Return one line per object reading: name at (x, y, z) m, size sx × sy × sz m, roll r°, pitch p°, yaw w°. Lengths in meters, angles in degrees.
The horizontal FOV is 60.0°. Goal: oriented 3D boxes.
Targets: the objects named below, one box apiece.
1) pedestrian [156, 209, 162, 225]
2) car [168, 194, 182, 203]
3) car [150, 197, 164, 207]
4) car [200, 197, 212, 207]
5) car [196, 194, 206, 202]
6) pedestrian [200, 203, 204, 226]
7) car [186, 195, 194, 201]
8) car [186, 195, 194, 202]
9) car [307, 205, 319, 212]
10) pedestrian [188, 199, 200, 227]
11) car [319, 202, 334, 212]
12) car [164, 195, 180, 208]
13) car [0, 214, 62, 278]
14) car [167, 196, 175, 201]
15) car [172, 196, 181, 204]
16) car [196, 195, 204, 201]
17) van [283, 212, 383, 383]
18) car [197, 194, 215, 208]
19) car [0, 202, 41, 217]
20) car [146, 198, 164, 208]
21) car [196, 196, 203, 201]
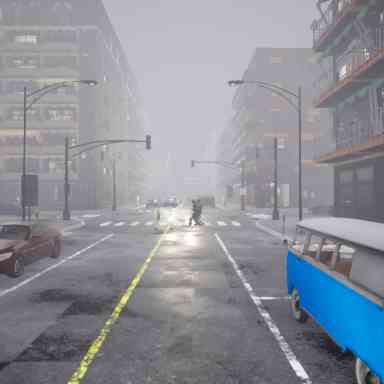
pedestrian at (-2.266, 1.686, 22.497) m, size 0.500 × 1.100 × 0.500 m, roll 1°, pitch -1°, yaw 0°
car at (-3.168, 1.577, 58.354) m, size 1.812 × 1.442 × 4.674 m, roll 0°, pitch 0°, yaw 0°
car at (-5.614, 1.610, 53.778) m, size 1.947 × 1.339 × 4.313 m, roll 1°, pitch 0°, yaw 0°
car at (2.265, 1.570, 54.039) m, size 1.752 × 1.417 × 4.829 m, roll 1°, pitch 0°, yaw 0°
car at (2.103, 1.444, 81.668) m, size 2.192 × 1.841 × 5.009 m, roll 1°, pitch 0°, yaw 0°
pedestrian at (0.485, 1.309, 21.921) m, size 0.375 × 1.860 × 0.375 m, roll 1°, pitch -1°, yaw 0°
car at (-0.516, 1.538, 88.303) m, size 2.033 × 1.411 × 5.357 m, roll 0°, pitch 0°, yaw 0°
car at (-0.457, 1.658, 78.294) m, size 1.994 × 1.385 × 4.181 m, roll 0°, pitch 0°, yaw 0°
car at (14.160, 1.617, 33.510) m, size 4.718 × 1.301 × 1.895 m, roll 0°, pitch -1°, yaw -3°
pedestrian at (0.119, 1.309, 21.206) m, size 0.375 × 1.860 × 0.375 m, roll 1°, pitch -1°, yaw 0°
car at (13.581, 1.452, 28.094) m, size 4.403 × 1.369 × 2.008 m, roll 0°, pitch -1°, yaw 0°
car at (-3.126, 1.602, 48.464) m, size 1.994 × 1.385 × 4.181 m, roll 0°, pitch 0°, yaw -1°
car at (-5.358, 1.588, 10.138) m, size 1.802 × 1.307 × 4.206 m, roll 1°, pitch 0°, yaw 0°
car at (-5.844, 1.718, 92.541) m, size 1.752 × 1.417 × 4.829 m, roll 1°, pitch 0°, yaw 0°
car at (-3.159, 1.602, 68.696) m, size 1.812 × 1.442 × 4.674 m, roll 0°, pitch 0°, yaw 0°
car at (2.068, 1.601, 87.231) m, size 1.967 × 1.590 × 4.097 m, roll 1°, pitch 0°, yaw 0°
van at (2.527, 1.343, 4.598) m, size 1.690 × 1.788 × 3.998 m, roll 1°, pitch 0°, yaw 0°
car at (2.303, 1.353, 48.310) m, size 2.192 × 1.841 × 5.009 m, roll 1°, pitch 0°, yaw 0°
car at (-16.822, 1.589, 30.453) m, size 5.357 × 1.411 × 2.033 m, roll 0°, pitch -1°, yaw 3°
car at (-5.581, 1.604, 48.217) m, size 1.947 × 1.339 × 4.313 m, roll 1°, pitch 0°, yaw 0°
car at (2.033, 1.776, 92.791) m, size 1.802 × 1.307 × 4.206 m, roll 1°, pitch 0°, yaw 0°
